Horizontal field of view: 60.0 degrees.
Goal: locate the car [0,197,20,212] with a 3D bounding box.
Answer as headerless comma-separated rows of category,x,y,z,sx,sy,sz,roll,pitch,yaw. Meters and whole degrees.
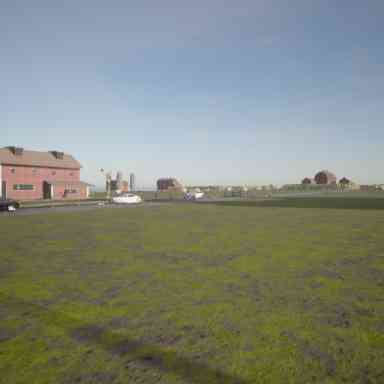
car,-19.425,1.245,32.362,1.837,1.490,4.892,1,1,36

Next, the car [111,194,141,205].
car,-9.147,1.008,46.519,1.812,1.442,4.674,1,1,36

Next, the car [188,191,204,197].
car,0.476,0.477,59.620,1.812,1.442,4.674,1,1,36
